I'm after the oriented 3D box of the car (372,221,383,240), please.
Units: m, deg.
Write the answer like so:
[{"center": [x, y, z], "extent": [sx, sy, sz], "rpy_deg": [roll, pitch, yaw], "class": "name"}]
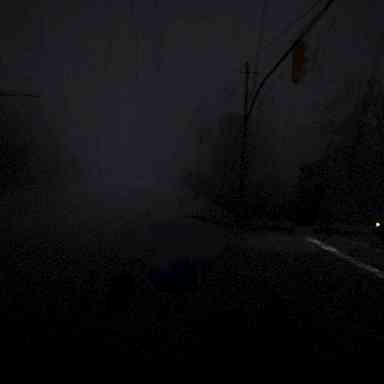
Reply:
[{"center": [9.075, 1.456, 11.732], "extent": [4.718, 1.301, 1.895], "rpy_deg": [4, 3, -1], "class": "car"}]
